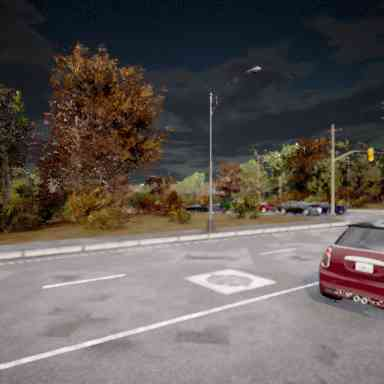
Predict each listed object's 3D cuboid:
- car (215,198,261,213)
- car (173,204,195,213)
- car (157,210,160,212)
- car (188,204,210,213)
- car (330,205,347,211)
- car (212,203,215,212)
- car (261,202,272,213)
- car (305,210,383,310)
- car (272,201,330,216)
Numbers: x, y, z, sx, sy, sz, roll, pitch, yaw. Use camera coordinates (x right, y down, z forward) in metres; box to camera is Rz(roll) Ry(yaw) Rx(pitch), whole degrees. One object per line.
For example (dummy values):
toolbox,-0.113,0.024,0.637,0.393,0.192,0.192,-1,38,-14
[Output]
car,5.717,1.700,42.319,2.150,2.045,5.566,0,-2,-32
car,-1.501,3.019,60.503,1.994,1.385,4.181,0,-3,-31
car,-4.954,2.851,59.423,2.097,1.767,4.553,0,-3,-32
car,0.501,2.566,50.648,1.895,1.301,4.718,0,-3,-32
car,14.004,1.752,35.697,1.895,1.301,4.718,0,-1,-32
car,3.767,2.487,52.017,2.033,1.411,5.357,0,-3,-32
car,8.999,1.934,43.674,1.882,1.535,5.008,0,-2,-32
car,4.781,1.352,7.087,4.553,1.767,2.097,0,0,-35
car,10.967,1.642,33.943,2.128,1.511,4.902,0,-1,-32
